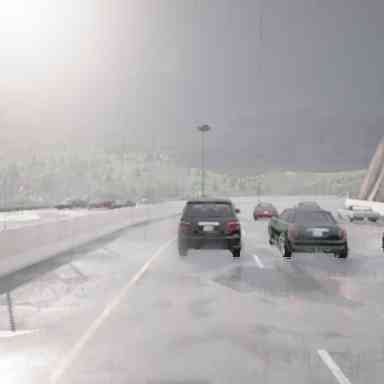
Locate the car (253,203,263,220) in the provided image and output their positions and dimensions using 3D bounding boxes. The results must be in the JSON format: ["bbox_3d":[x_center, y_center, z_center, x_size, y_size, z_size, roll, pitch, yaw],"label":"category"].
[{"bbox_3d":[6.340,1.625,28.874,1.994,1.385,4.181,0,0,10],"label":"car"}]

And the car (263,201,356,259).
[{"bbox_3d":[4.252,1.382,12.917,2.097,1.767,4.553,0,0,5],"label":"car"}]

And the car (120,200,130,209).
[{"bbox_3d":[-8.860,1.617,42.535,1.994,1.385,4.181,0,0,14],"label":"car"}]

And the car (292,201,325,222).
[{"bbox_3d":[9.762,1.573,28.167,1.837,1.490,4.892,0,0,10],"label":"car"}]

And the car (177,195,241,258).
[{"bbox_3d":[0.730,1.245,13.096,2.150,2.045,5.566,0,0,5],"label":"car"}]

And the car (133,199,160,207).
[{"bbox_3d":[-5.253,1.552,42.579,2.128,1.511,4.902,0,0,14],"label":"car"}]

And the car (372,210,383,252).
[{"bbox_3d":[7.512,1.509,9.740,1.882,1.535,5.008,0,0,4],"label":"car"}]

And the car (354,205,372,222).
[{"bbox_3d":[12.963,1.671,26.281,1.895,1.301,4.718,0,0,9],"label":"car"}]

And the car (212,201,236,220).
[{"bbox_3d":[2.921,1.581,29.654,1.812,1.442,4.674,0,0,10],"label":"car"}]

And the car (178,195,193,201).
[{"bbox_3d":[-1.593,1.483,83.715,1.994,1.385,4.181,0,0,25],"label":"car"}]
